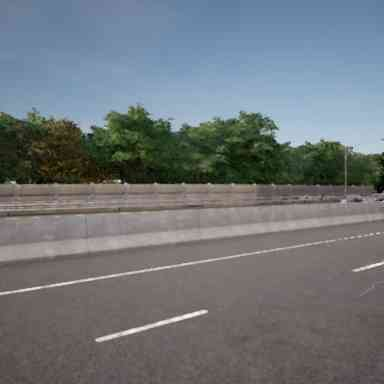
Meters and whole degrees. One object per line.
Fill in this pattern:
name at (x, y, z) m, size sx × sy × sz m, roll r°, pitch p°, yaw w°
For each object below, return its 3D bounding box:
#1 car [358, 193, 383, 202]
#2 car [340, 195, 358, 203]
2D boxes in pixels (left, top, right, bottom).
car at (27.139, 1.042, 49.119) m, size 4.553 × 1.767 × 2.097 m, roll 0°, pitch 0°, yaw -35°
car at (25.100, 1.216, 51.953) m, size 4.674 × 1.442 × 1.812 m, roll 0°, pitch 0°, yaw -35°
